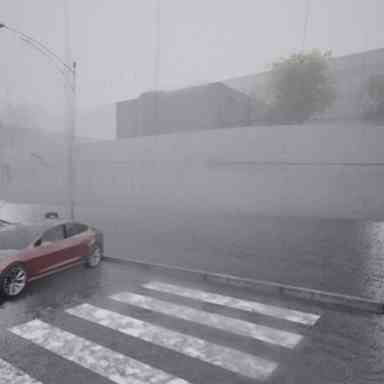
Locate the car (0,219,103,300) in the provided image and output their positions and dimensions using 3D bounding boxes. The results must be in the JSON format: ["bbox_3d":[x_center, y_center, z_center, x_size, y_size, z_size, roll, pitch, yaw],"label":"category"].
[{"bbox_3d":[-4.173,1.506,8.742,2.163,1.488,4.792,1,-1,15],"label":"car"}]
